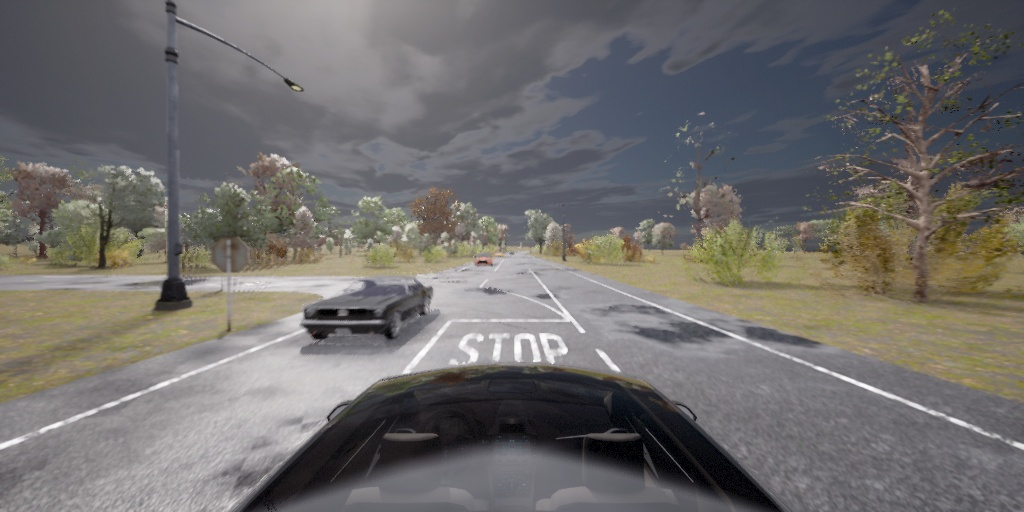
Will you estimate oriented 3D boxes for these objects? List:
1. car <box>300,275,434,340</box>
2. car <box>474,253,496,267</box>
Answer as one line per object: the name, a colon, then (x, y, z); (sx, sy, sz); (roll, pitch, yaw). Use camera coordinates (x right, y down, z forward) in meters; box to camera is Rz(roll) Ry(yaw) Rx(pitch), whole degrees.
car: (-3.507, 1.223, 9.654); (1.895, 1.301, 4.718); (0, 1, 0)
car: (-3.417, 0.385, 43.864); (2.097, 1.767, 4.553); (0, 1, 0)
